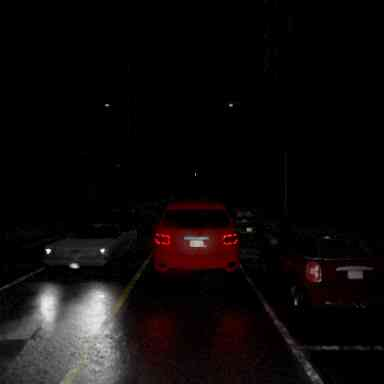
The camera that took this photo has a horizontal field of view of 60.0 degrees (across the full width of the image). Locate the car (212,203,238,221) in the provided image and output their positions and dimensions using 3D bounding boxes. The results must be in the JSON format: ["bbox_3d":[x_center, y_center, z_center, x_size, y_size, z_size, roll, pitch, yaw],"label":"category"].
[{"bbox_3d":[2.861,1.738,29.752,1.947,1.339,4.313,0,0,0],"label":"car"}]

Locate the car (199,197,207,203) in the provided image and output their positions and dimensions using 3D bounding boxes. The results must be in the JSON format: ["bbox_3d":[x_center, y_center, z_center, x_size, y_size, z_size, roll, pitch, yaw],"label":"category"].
[{"bbox_3d":[2.947,2.037,88.478,1.967,1.590,4.097,0,-1,0],"label":"car"}]

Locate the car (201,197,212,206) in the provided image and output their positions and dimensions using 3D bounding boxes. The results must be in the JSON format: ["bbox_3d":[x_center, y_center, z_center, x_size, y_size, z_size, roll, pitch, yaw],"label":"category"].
[{"bbox_3d":[2.903,1.863,66.843,1.967,1.590,4.097,0,0,0],"label":"car"}]

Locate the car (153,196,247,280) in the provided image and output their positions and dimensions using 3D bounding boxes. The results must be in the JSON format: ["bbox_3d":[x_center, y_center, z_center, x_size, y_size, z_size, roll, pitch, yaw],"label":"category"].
[{"bbox_3d":[0.101,1.281,10.241,2.150,2.045,5.566,0,0,0],"label":"car"}]

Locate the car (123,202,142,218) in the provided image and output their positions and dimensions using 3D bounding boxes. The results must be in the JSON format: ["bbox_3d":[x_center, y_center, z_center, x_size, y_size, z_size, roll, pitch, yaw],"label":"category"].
[{"bbox_3d":[-5.664,1.613,29.756,1.967,1.590,4.097,0,0,0],"label":"car"}]

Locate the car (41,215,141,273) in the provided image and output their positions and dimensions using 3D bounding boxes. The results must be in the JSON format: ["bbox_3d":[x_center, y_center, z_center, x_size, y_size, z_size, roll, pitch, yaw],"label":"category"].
[{"bbox_3d":[-3.096,1.664,10.993,1.895,1.301,4.718,0,0,0],"label":"car"}]

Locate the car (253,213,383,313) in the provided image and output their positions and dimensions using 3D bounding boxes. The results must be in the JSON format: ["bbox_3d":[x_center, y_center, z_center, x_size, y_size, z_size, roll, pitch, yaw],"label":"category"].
[{"bbox_3d":[2.856,1.485,7.748,1.967,1.590,4.097,0,0,0],"label":"car"}]

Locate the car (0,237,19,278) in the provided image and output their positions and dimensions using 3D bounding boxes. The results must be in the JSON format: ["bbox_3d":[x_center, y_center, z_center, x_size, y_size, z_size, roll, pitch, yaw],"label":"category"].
[{"bbox_3d":[-5.669,1.626,7.750,1.802,1.307,4.206,0,0,0],"label":"car"}]

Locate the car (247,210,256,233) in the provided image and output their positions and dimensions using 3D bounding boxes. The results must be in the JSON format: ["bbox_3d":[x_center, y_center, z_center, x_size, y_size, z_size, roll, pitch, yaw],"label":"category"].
[{"bbox_3d":[2.859,1.659,18.750,2.008,1.369,4.403,0,0,0],"label":"car"}]

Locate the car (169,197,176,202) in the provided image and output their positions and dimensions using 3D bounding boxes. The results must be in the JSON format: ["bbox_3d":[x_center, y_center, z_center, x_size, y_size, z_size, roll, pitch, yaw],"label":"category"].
[{"bbox_3d":[-5.567,2.169,93.729,1.752,1.417,4.829,0,-1,0],"label":"car"}]

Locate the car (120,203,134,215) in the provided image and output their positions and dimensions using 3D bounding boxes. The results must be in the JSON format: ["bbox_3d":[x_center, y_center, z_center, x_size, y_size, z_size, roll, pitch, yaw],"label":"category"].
[{"bbox_3d":[-5.665,1.722,24.253,1.802,1.307,4.206,0,0,0],"label":"car"}]

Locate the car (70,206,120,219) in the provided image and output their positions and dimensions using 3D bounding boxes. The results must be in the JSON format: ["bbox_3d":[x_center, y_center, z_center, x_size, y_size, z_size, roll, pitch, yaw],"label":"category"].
[{"bbox_3d":[-5.666,1.674,18.752,1.947,1.339,4.313,0,0,0],"label":"car"}]

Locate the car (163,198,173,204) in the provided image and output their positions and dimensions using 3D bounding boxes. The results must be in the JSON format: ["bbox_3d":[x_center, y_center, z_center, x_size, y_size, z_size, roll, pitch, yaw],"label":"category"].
[{"bbox_3d":[-5.599,2.056,77.673,2.008,1.369,4.403,0,0,0],"label":"car"}]

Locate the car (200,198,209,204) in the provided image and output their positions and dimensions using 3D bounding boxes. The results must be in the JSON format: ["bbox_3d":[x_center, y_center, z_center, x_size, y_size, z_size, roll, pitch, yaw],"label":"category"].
[{"bbox_3d":[2.926,2.057,77.659,2.008,1.369,4.403,0,0,0],"label":"car"}]

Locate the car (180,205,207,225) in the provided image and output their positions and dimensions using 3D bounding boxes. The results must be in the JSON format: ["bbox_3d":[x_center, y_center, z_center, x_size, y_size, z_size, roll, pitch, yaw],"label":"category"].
[{"bbox_3d":[0.105,1.752,26.161,1.895,1.301,4.718,0,0,0],"label":"car"}]

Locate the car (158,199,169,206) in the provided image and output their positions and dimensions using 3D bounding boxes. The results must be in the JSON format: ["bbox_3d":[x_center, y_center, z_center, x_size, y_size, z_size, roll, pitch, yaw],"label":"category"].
[{"bbox_3d":[-5.621,2.005,66.857,1.802,1.307,4.206,0,0,0],"label":"car"}]
